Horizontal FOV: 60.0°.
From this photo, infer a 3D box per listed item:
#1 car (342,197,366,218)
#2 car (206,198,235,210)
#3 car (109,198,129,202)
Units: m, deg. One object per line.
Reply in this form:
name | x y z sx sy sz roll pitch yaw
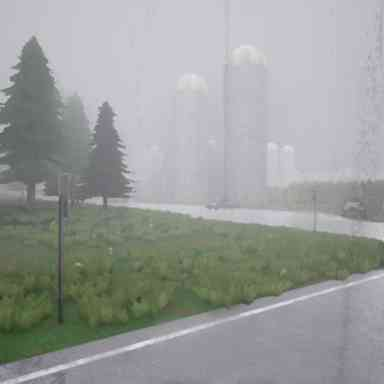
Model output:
car | 15.405 1.442 31.783 1.905 1.878 3.866 0 0 24
car | 3.796 1.553 44.216 3.988 1.617 1.851 1 0 -36
car | -15.568 1.621 70.952 4.181 1.381 1.994 1 0 -36
